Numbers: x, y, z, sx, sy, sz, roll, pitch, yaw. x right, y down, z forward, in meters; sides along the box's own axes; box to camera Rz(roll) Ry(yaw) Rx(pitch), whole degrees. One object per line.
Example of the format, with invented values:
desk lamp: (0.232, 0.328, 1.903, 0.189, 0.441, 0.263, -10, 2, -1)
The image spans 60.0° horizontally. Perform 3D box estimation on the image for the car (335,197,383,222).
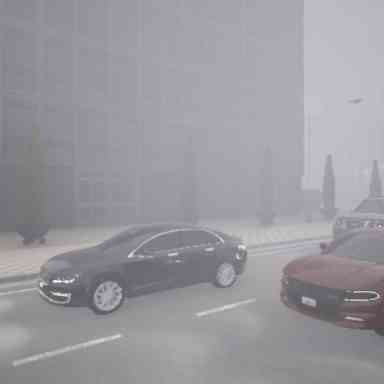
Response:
car: (8.368, 1.241, 14.243, 5.566, 2.045, 2.150, 0, 0, -35)

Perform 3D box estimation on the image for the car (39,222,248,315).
car: (-0.853, 1.511, 7.680, 4.892, 1.490, 1.837, 1, 0, -35)

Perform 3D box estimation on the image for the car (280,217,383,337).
car: (3.912, 1.487, 6.780, 5.008, 1.535, 1.882, 0, 0, -35)
